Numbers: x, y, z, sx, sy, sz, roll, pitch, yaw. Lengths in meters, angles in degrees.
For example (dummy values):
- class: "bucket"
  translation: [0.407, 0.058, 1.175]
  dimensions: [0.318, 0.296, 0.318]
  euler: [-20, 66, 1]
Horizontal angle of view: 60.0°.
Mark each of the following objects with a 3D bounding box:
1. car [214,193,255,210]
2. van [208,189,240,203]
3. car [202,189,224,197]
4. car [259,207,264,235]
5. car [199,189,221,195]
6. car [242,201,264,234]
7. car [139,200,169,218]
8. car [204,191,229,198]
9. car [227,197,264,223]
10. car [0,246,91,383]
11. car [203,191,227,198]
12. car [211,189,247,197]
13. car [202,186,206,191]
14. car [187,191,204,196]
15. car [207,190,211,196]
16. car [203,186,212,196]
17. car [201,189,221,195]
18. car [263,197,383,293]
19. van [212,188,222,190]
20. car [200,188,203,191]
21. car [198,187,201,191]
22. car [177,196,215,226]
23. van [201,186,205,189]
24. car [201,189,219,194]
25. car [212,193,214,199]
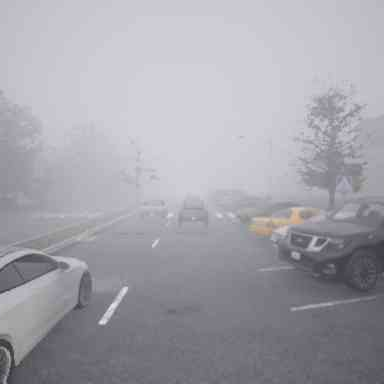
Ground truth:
- class: "car"
  translation: [5.016, 1.117, 32.814]
  dimensions: [4.792, 1.488, 2.163]
  euler: [0, 1, -20]
- class: "van"
  translation: [4.920, 0.602, 50.696]
  dimensions: [4.442, 1.987, 1.878]
  euler: [0, 1, -20]
- class: "car"
  translation: [4.973, 0.155, 77.590]
  dimensions: [4.553, 1.767, 2.185]
  euler: [0, 1, -20]
- class: "car"
  translation: [5.065, 1.422, 11.814]
  dimensions: [4.674, 1.452, 2.002]
  euler: [1, 1, -20]
- class: "car"
  translation: [4.817, -0.067, 89.465]
  dimensions: [5.366, 1.575, 1.946]
  euler: [0, 2, -20]
- class: "car"
  translation: [5.230, 1.343, 14.886]
  dimensions: [5.366, 1.575, 1.946]
  euler: [1, 0, -20]
- class: "car"
  translation: [-2.923, 1.290, 26.455]
  dimensions: [1.895, 1.301, 4.718]
  euler: [0, 1, 0]
- class: "car"
  translation: [5.035, 0.536, 68.665]
  dimensions: [4.792, 1.488, 2.163]
  euler: [0, 1, -20]
- class: "car"
  translation: [5.027, 1.290, 20.810]
  dimensions: [4.792, 1.488, 2.163]
  euler: [1, 1, -20]
- class: "car"
  translation: [-2.903, 1.490, 4.707]
  dimensions: [1.812, 1.442, 4.674]
  euler: [0, 0, 0]
- class: "car"
  translation: [5.001, 0.474, 71.637]
  dimensions: [4.674, 1.452, 2.002]
  euler: [0, 1, -20]
- class: "car"
  translation: [5.008, 0.875, 38.802]
  dimensions: [4.553, 1.767, 2.185]
  euler: [0, 1, -20]
- class: "car"
  translation: [5.052, 0.534, 53.738]
  dimensions: [5.566, 2.045, 2.435]
  euler: [0, 1, -20]
- class: "car"
  translation: [0.064, 0.976, 40.647]
  dimensions: [2.128, 1.511, 4.902]
  euler: [0, 1, 0]
- class: "car"
  translation: [5.025, 0.916, 44.778]
  dimensions: [4.892, 1.521, 2.231]
  euler: [1, 1, -20]
- class: "car"
  translation: [5.006, 0.621, 47.743]
  dimensions: [5.566, 2.045, 2.435]
  euler: [0, 1, -20]
- class: "car"
  translation: [5.019, 0.054, 86.563]
  dimensions: [4.792, 1.488, 2.163]
  euler: [0, 2, -20]
- class: "car"
  translation: [5.041, 1.167, 8.791]
  dimensions: [5.566, 2.045, 2.435]
  euler: [1, 1, -20]
- class: "van"
  translation: [5.145, 0.733, 41.836]
  dimensions: [4.442, 1.987, 1.878]
  euler: [0, 1, -20]
- class: "car"
  translation: [4.839, 0.565, 65.596]
  dimensions: [5.366, 1.575, 1.946]
  euler: [0, 2, -20]
- class: "car"
  translation: [4.822, 0.108, 83.501]
  dimensions: [5.366, 1.575, 1.946]
  euler: [0, 2, -20]
- class: "car"
  translation: [0.082, 1.257, 21.273]
  dimensions: [2.128, 1.511, 4.902]
  euler: [0, 1, 0]
- class: "van"
  translation: [4.898, 0.135, 74.562]
  dimensions: [4.442, 1.987, 1.878]
  euler: [0, 2, -20]
- class: "car"
  translation: [4.983, -0.107, 92.514]
  dimensions: [4.674, 1.452, 2.002]
  euler: [0, 1, -20]
- class: "car"
  translation: [5.034, 1.084, 35.833]
  dimensions: [4.674, 1.452, 2.002]
  euler: [0, 1, -20]
